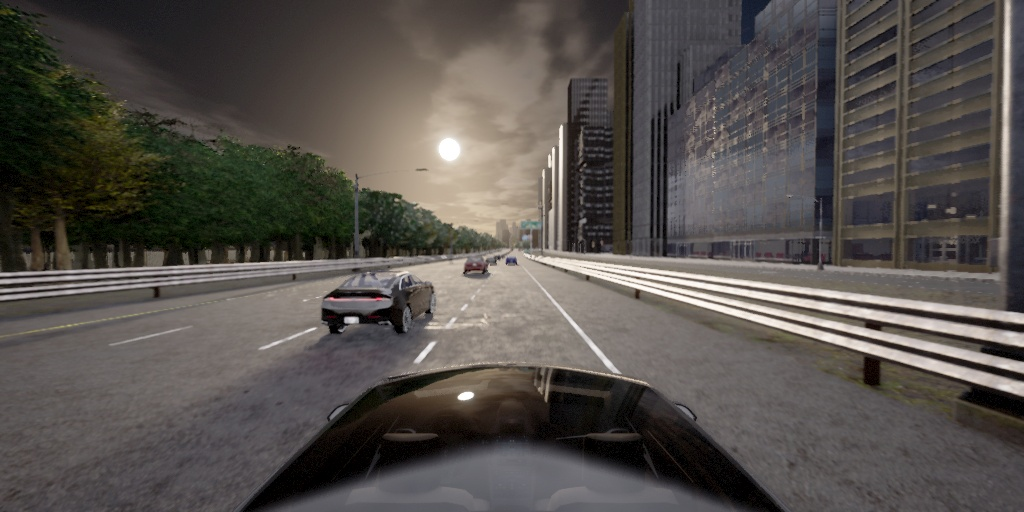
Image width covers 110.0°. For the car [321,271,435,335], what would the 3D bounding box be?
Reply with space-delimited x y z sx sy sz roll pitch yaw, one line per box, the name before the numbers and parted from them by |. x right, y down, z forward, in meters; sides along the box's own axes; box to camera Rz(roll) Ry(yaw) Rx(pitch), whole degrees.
car | -3.506 1.166 10.256 2.128 1.511 4.902 0 0 0

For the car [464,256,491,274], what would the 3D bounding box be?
car | -3.560 0.806 36.176 2.097 1.767 4.553 0 1 0

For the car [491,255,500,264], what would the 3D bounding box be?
car | -3.699 0.690 64.644 2.128 1.511 4.902 0 1 0
